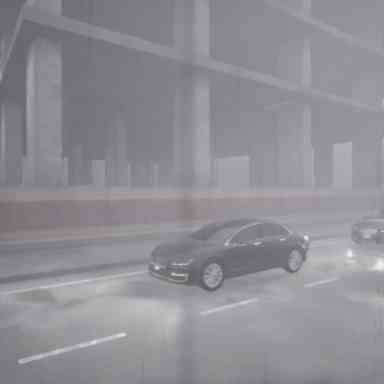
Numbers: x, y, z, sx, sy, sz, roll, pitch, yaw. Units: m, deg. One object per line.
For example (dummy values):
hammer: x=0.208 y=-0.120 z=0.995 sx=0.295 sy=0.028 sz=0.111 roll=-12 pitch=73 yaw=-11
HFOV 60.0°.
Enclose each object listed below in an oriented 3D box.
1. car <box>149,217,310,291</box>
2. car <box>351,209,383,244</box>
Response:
car: x=1.183 y=1.493 z=9.068 sx=4.892 sy=1.490 sz=1.837 roll=0 pitch=0 yaw=-35
car: x=8.846 y=1.464 z=14.431 sx=4.902 sy=1.511 sz=2.128 roll=0 pitch=0 yaw=-35
